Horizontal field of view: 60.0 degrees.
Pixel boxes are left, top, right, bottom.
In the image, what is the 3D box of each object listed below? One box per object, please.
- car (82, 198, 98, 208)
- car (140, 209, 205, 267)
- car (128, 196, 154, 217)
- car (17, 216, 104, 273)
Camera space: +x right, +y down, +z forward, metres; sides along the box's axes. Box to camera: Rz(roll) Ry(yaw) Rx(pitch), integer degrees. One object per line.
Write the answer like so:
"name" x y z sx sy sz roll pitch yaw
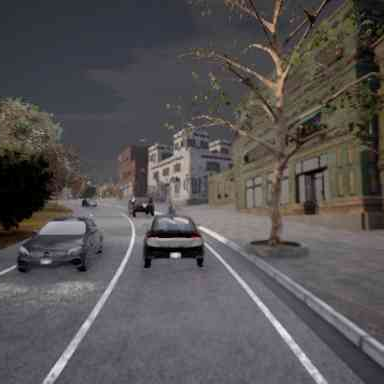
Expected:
"car" -16.022 1.672 52.139 2.128 1.511 4.902 3 -1 -26
"car" -0.701 1.557 11.656 2.128 1.511 4.902 0 0 -6
"car" -5.333 1.452 34.601 2.150 2.045 5.566 2 -1 -17
"car" -4.077 1.566 11.027 1.812 1.442 4.674 0 0 -6
